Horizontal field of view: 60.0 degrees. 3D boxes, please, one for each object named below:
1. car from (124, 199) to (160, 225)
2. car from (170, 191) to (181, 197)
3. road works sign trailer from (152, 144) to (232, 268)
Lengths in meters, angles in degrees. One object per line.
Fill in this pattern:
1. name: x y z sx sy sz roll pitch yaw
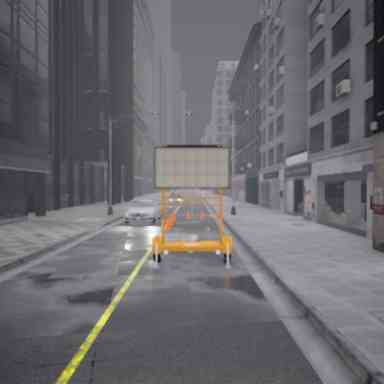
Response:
1. car: -3.087 1.194 21.409 1.812 1.442 4.674 0 1 0
2. car: -3.015 0.543 62.060 1.812 1.442 4.674 0 1 1
3. road works sign trailer: 0.006 0.299 10.612 2.380 3.560 2.880 0 1 0
